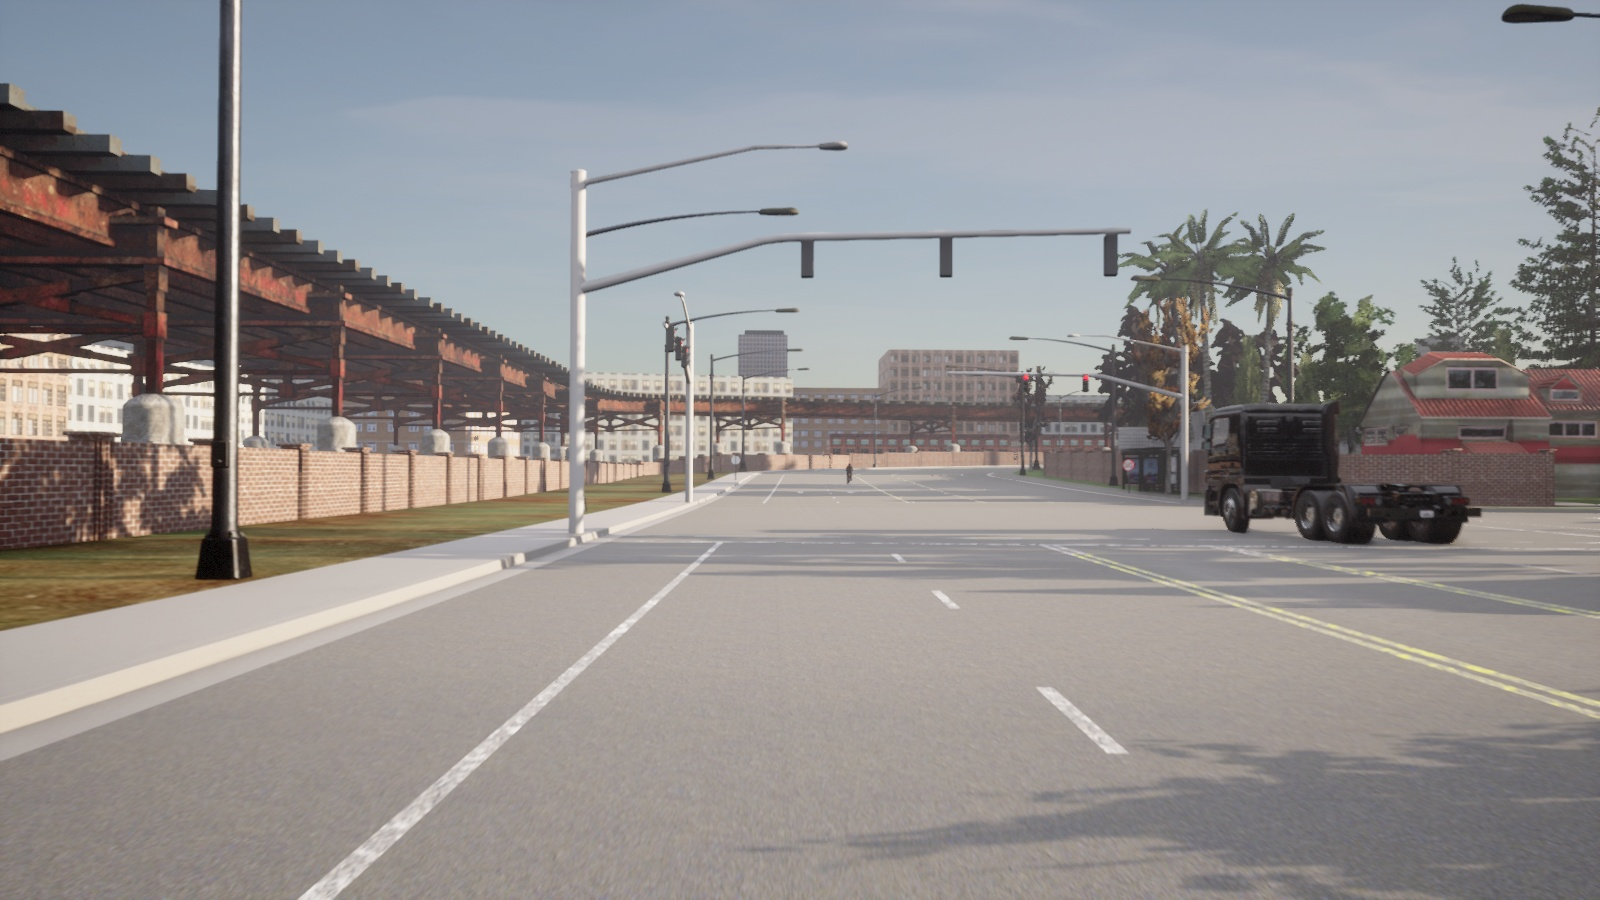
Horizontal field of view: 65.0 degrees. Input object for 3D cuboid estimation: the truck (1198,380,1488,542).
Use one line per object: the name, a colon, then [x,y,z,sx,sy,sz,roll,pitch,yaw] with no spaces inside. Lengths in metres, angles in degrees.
truck: [12.900,0.299,30.835,2.891,3.462,7.936,0,-1,-7]
